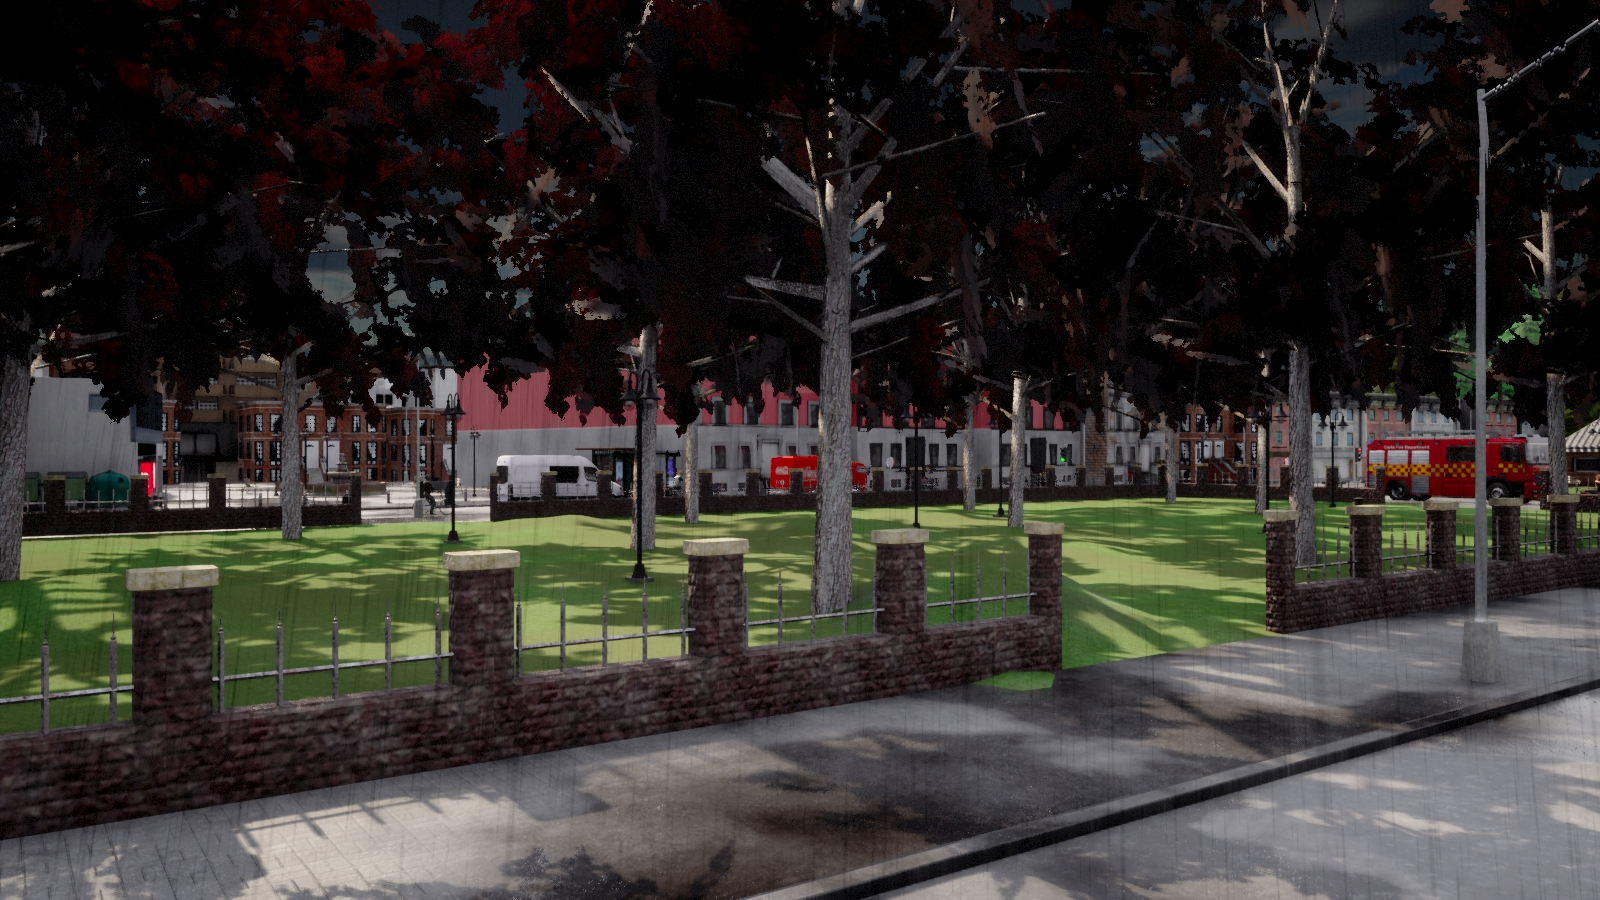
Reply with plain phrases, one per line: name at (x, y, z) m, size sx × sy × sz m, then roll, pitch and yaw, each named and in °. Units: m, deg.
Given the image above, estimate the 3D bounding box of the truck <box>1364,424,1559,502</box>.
truck at (34.631, 0.645, 60.204) m, size 2.891 × 3.827 × 8.468 m, roll 0°, pitch 0°, yaw -34°

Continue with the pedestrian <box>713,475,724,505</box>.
pedestrian at (-3.665, 1.793, 51.255) m, size 0.375 × 1.300 × 0.375 m, roll 0°, pitch 0°, yaw -35°

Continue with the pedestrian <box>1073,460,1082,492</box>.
pedestrian at (16.258, 1.504, 66.959) m, size 0.375 × 1.860 × 0.375 m, roll 0°, pitch 0°, yaw 42°

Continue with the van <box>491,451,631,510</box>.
van at (-10.854, 1.306, 52.106) m, size 5.915 × 2.561 × 1.988 m, roll 0°, pitch 0°, yaw -35°

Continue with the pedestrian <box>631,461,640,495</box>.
pedestrian at (-8.954, 1.513, 62.186) m, size 0.375 × 1.860 × 0.375 m, roll 0°, pitch 0°, yaw -39°

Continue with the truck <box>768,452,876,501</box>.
truck at (1.193, 1.335, 60.532) m, size 5.204 × 2.467 × 2.627 m, roll 0°, pitch 0°, yaw -35°
